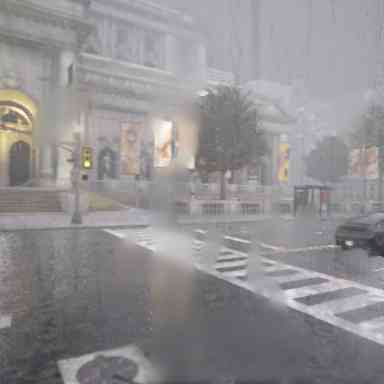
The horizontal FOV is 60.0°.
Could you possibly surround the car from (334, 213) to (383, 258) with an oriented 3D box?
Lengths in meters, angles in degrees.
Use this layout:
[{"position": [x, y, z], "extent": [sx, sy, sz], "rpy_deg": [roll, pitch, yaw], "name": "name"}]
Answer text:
[{"position": [7.716, 1.622, 13.135], "extent": [4.892, 1.490, 1.837], "rpy_deg": [1, 0, -31], "name": "car"}]
